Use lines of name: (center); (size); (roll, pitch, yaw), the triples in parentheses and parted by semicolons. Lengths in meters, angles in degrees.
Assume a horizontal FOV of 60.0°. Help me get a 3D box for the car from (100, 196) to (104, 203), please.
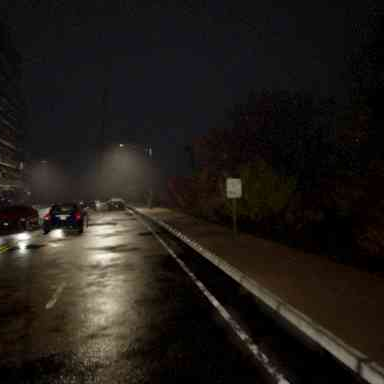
car: (-19.560, 1.667, 74.987); (1.994, 1.385, 4.181); (-1, 0, -19)

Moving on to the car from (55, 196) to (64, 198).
car: (-28.812, 1.545, 71.913); (1.882, 1.535, 5.008); (-1, 0, -18)

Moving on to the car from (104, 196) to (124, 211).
car: (-9.575, 1.540, 41.732); (2.128, 1.511, 4.902); (-1, 0, -15)

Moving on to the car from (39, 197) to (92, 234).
car: (-7.492, 1.432, 20.152); (2.097, 1.767, 4.553); (-1, 0, -13)

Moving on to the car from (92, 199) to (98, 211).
car: (-13.053, 1.619, 42.134); (1.837, 1.490, 4.892); (-1, 0, -15)

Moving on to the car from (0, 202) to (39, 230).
car: (-11.453, 1.625, 21.956); (1.882, 1.535, 5.008); (-1, 0, -13)

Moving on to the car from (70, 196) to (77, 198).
car: (-25.729, 1.529, 72.943); (1.812, 1.442, 4.674); (-1, 0, -18)

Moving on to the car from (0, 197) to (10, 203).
car: (-15.790, 1.435, 26.076); (2.150, 2.045, 5.566); (-1, 0, -14)
